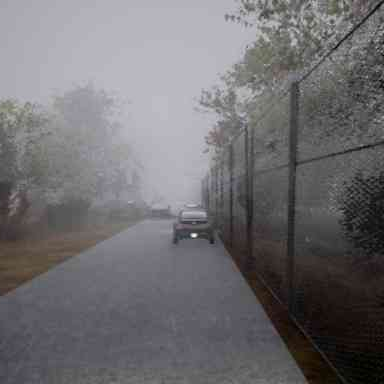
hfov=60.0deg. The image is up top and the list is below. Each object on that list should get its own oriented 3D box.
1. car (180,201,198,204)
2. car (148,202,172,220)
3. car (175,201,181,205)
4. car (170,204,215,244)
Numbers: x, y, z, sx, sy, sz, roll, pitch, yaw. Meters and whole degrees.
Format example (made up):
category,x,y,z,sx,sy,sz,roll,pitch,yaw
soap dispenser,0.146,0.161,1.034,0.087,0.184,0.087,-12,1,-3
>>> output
category,x,y,z,sx,sy,sz,roll,pitch,yaw
car,0.021,1.819,34.254,1.812,1.442,4.674,0,-1,0
car,-2.909,1.717,30.929,1.882,1.535,5.008,0,-1,0
car,-2.504,2.767,72.203,1.837,1.490,4.892,0,-2,3
car,0.082,1.571,16.290,1.837,1.490,4.892,0,0,0
